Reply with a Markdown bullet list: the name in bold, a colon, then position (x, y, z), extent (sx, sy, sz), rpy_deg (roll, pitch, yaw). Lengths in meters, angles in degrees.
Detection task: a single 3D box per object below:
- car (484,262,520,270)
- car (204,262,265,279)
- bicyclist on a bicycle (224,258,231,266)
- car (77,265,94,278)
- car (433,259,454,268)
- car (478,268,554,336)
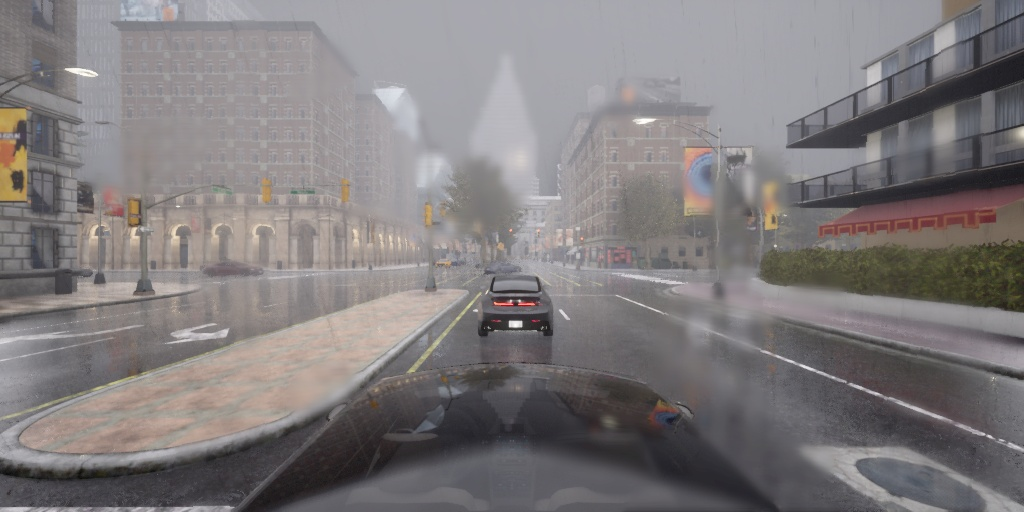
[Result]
- **car**: position (-0.964, 1.314, 38.048), extent (4.181, 1.385, 1.994), rpy_deg (0, 0, -41)
- **car**: position (-25.123, 1.276, 32.502), extent (4.674, 1.442, 1.812), rpy_deg (0, 0, -3)
- **bicyclist on a bicycle**: position (-37.170, 1.050, 46.770), extent (0.582, 1.620, 1.656), rpy_deg (0, 0, 0)
- **car**: position (-40.722, 1.275, 32.313), extent (4.674, 1.442, 1.812), rpy_deg (0, 0, 0)
- **car**: position (-11.407, 1.228, 59.669), extent (1.882, 1.535, 5.008), rpy_deg (0, 0, 0)
- **car**: position (0.101, 1.255, 10.331), extent (1.837, 1.490, 4.892), rpy_deg (0, 0, 0)
